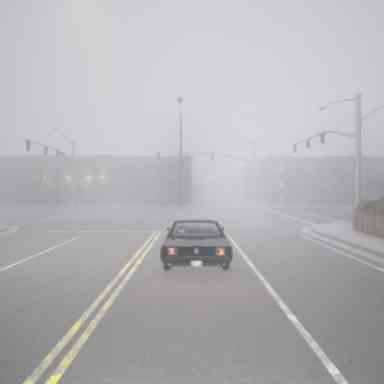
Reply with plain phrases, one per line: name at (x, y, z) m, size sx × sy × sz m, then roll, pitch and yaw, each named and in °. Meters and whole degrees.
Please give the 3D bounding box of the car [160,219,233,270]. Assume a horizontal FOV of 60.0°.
car at (0.117, 1.497, 10.587) m, size 1.895 × 1.301 × 4.718 m, roll 0°, pitch 1°, yaw 0°
